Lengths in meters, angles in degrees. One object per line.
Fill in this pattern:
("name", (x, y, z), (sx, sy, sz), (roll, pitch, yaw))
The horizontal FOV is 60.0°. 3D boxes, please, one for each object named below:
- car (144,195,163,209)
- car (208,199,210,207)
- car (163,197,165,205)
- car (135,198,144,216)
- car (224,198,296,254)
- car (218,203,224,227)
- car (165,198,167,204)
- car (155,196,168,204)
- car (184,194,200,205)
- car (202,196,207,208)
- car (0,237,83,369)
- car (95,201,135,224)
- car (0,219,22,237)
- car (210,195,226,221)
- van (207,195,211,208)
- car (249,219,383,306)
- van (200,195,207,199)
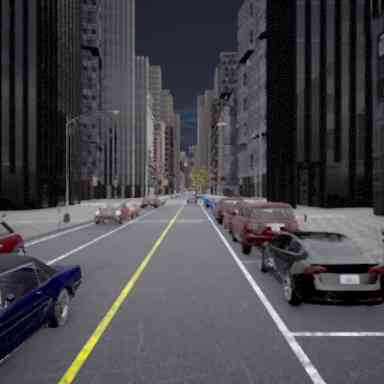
("car", (-5.744, 1.315, 46.491), (2.192, 1.841, 5.009), (0, 0, 0))
("car", (2.774, 1.544, 29.953), (1.887, 1.381, 4.507), (0, 0, 0))
("car", (-5.742, 1.552, 52.004), (2.008, 1.369, 4.403), (0, 0, 0))
("car", (-5.751, 1.525, 29.781), (1.752, 1.417, 4.829), (0, 0, 0))
("car", (2.767, 1.314, 13.415), (2.192, 1.841, 5.009), (0, 0, 0))
("car", (2.770, 1.544, 18.928), (1.887, 1.381, 4.507), (0, 0, 0))
("car", (-5.739, 1.527, 57.347), (1.752, 1.417, 4.829), (0, 0, 0))
("car", (-5.737, 1.553, 63.030), (2.008, 1.369, 4.403), (0, 0, 0))
("car", (0.025, 1.494, 58.779), (2.128, 1.511, 4.902), (0, 0, 0))
("car", (2.781, 1.567, 46.491), (1.947, 1.339, 4.313), (0, 0, 0))
("car", (-3.079, 1.600, 4.239), (1.895, 1.301, 4.718), (0, 0, 1))
("car", (-5.753, 1.439, 24.438), (1.967, 1.590, 4.097), (0, 0, 0))
("car", (-5.760, 1.439, 7.899), (1.967, 1.590, 4.097), (0, 0, 0))
("car", (2.772, 1.314, 24.440), (2.192, 1.841, 5.009), (0, 0, 0))
("van", (2.776, 1.341, 35.465), (1.690, 1.788, 3.998), (0, 0, 0))
("car", (2.765, 1.565, 7.902), (1.947, 1.339, 4.313), (0, 0, 0))
("van", (2.785, 1.343, 57.516), (1.690, 1.788, 3.998), (0, 0, 0))
